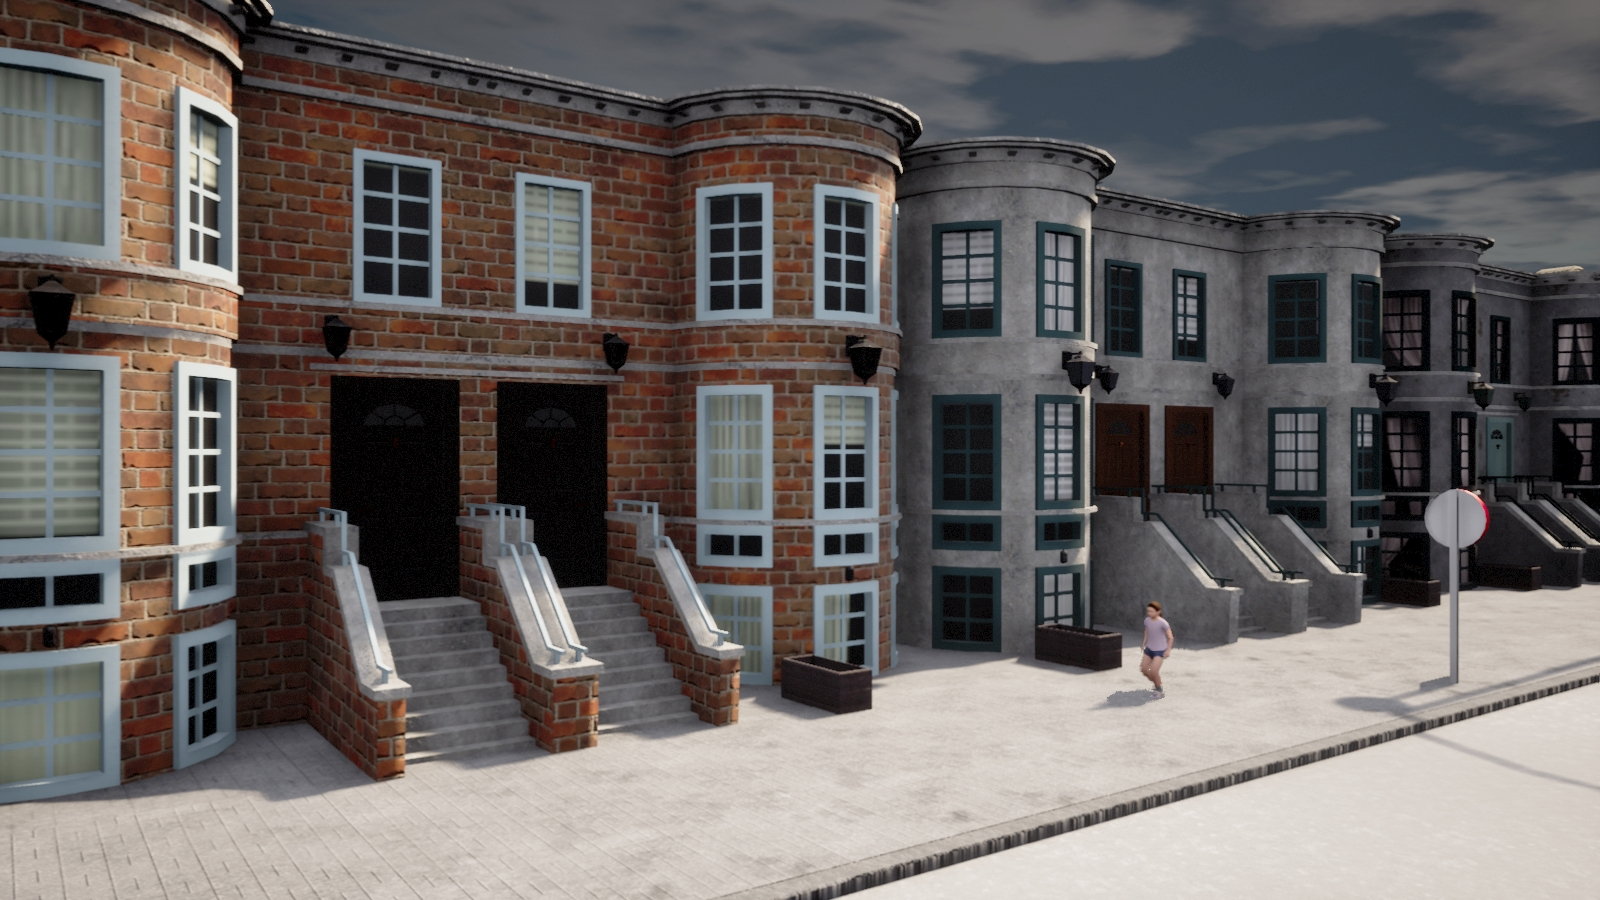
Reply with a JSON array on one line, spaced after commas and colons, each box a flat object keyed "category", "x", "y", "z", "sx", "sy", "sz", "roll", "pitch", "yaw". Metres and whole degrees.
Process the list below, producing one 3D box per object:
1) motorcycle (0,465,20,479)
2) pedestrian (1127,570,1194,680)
[{"category": "motorcycle", "x": -71.862, "y": 1.963, "z": 103.659, "sx": 1.805, "sy": 1.236, "sz": 0.856, "roll": 0, "pitch": 0, "yaw": -35}, {"category": "pedestrian", "x": 3.958, "y": 1.909, "z": 12.558, "sx": 0.500, "sy": 1.100, "sz": 0.500, "roll": 0, "pitch": 0, "yaw": -32}]
